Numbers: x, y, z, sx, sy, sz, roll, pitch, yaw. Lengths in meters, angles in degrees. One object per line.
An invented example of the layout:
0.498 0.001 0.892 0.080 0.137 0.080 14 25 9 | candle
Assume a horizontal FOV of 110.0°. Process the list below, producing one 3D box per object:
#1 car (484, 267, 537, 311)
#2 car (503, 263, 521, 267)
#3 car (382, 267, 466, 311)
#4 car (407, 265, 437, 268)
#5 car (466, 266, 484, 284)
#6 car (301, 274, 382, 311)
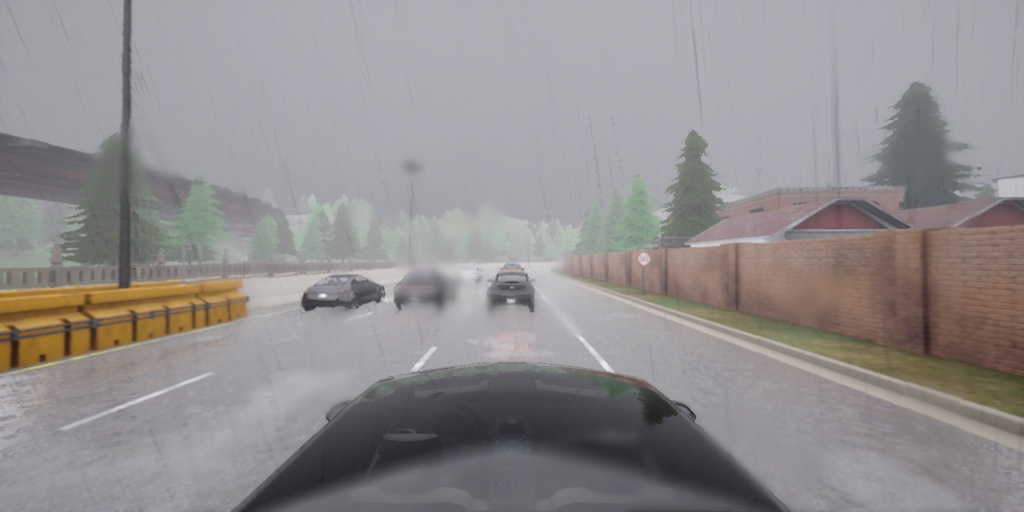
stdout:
0.011 1.403 15.341 1.837 1.490 4.892 0 0 0 | car
0.014 1.406 30.262 2.097 1.767 4.553 0 -1 0 | car
-3.488 1.389 15.341 2.128 1.511 4.902 0 0 0 | car
-6.988 1.655 30.086 1.895 1.301 4.718 0 -1 0 | car
-3.481 1.586 30.730 1.812 1.442 4.674 0 0 1 | car
-6.989 1.460 15.269 1.994 1.385 4.181 0 -1 0 | car
